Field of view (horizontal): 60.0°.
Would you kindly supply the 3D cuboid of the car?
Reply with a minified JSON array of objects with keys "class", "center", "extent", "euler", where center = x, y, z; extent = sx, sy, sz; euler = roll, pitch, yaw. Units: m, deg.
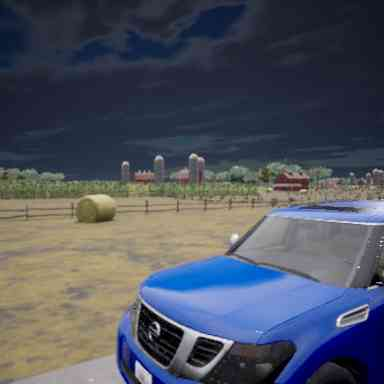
[{"class":"car","center":[1.905,1.170,4.293],"extent":[5.566,2.045,2.150],"euler":[0,1,-33]}]
